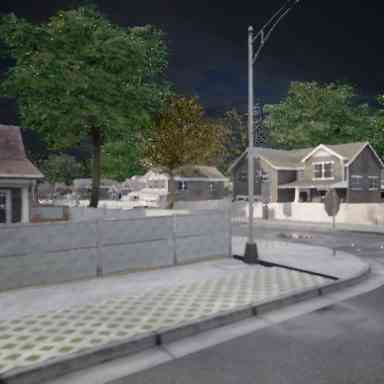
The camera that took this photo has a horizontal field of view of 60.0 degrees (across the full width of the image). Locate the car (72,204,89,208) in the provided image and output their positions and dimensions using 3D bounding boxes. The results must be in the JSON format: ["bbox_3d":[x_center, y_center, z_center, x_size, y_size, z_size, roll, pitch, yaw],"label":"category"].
[{"bbox_3d":[-14.721,2.285,44.095,1.895,1.301,4.718,0,-1,-36],"label":"car"}]

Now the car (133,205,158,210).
[{"bbox_3d":[-3.834,1.955,29.121,1.837,1.490,4.892,0,1,-36],"label":"car"}]
